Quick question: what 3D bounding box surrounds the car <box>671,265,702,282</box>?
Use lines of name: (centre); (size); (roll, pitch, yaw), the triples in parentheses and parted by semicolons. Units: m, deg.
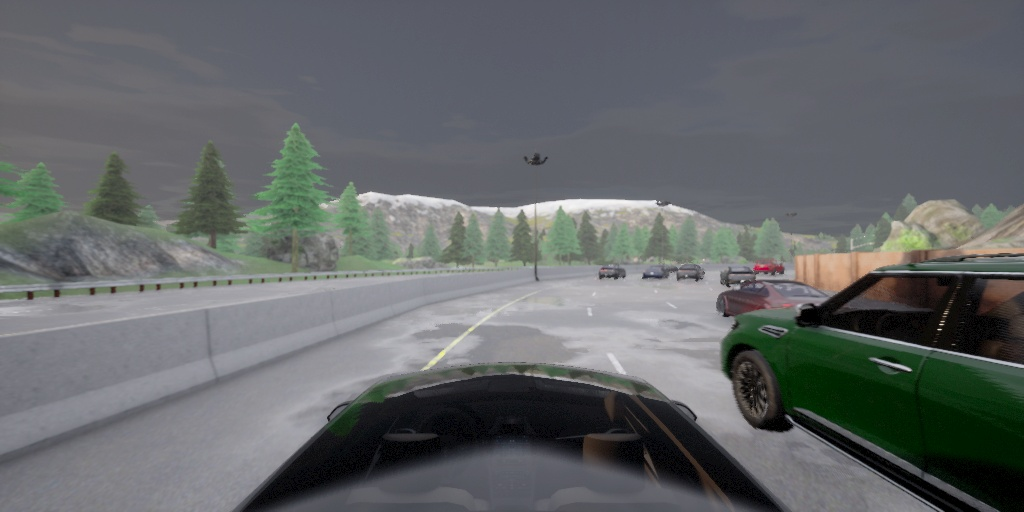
car: (17.264, 1.625, 34.561); (2.128, 1.511, 4.902); (-1, -1, 35)

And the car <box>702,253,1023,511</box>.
car: (3.793, 0.986, 2.455); (2.150, 2.045, 5.566); (-1, 0, 3)

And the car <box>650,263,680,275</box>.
car: (21.663, 1.807, 50.708); (4.902, 1.511, 2.128); (1, -1, -43)

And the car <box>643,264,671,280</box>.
car: (15.202, 1.729, 37.739); (1.994, 1.385, 4.181); (0, -1, 34)

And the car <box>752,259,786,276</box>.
car: (34.291, 1.518, 47.731); (5.566, 2.045, 2.150); (1, -1, -38)

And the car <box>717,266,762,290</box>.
car: (16.693, 1.536, 26.563); (2.128, 1.511, 4.902); (0, -1, 25)

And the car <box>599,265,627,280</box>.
car: (10.374, 1.639, 36.762); (2.128, 1.511, 4.902); (0, -1, 31)

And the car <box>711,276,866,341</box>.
car: (8.033, 1.427, 11.035); (1.994, 1.385, 4.181); (0, -1, 9)
